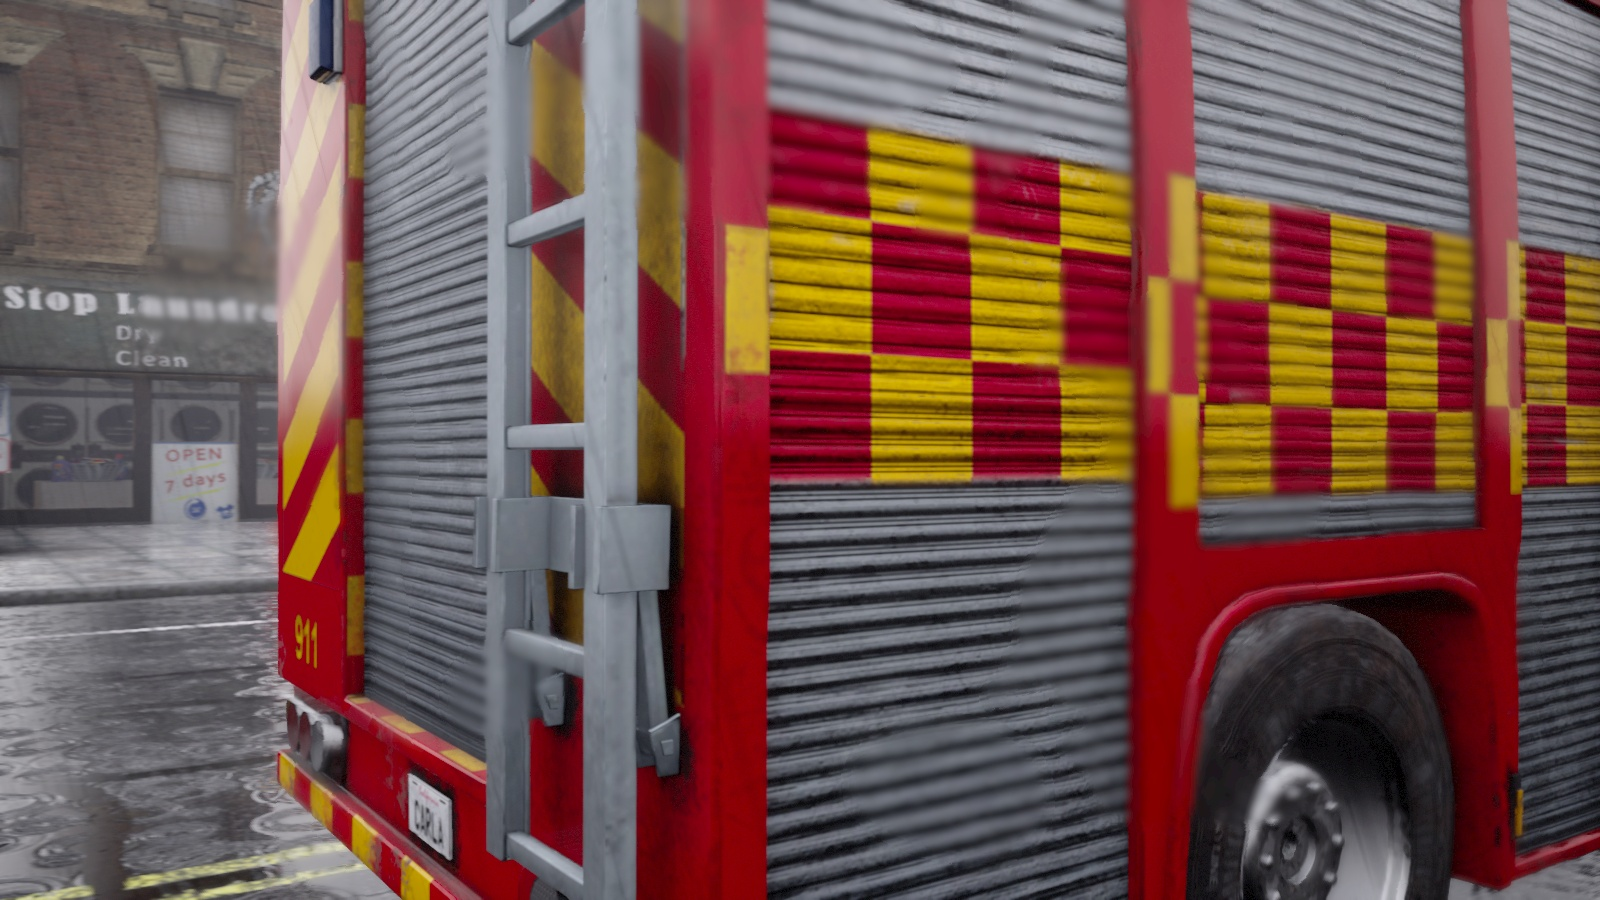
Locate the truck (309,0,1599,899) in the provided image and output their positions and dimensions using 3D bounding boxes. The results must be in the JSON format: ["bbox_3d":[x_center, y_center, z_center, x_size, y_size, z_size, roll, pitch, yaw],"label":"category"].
[{"bbox_3d":[2.635,-0.412,5.497,8.468,3.827,2.891,0,0,-35],"label":"truck"}]
